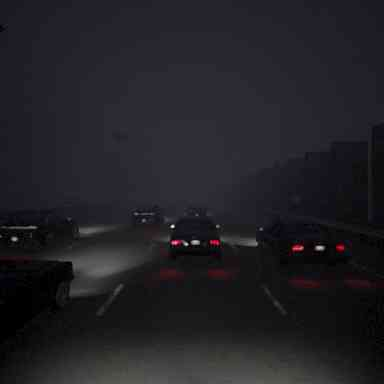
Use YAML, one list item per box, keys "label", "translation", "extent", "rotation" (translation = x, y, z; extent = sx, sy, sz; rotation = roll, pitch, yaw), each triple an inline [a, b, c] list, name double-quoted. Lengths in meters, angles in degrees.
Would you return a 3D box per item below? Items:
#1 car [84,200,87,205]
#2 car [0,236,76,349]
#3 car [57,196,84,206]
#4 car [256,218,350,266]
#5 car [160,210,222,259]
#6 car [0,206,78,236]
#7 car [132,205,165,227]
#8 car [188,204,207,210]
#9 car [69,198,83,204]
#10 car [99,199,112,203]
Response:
- label: "car"
  translation: [-24.268, 2.202, 72.158]
  extent: [1.895, 1.301, 4.718]
  rotation: [0, 0, -4]
- label: "car"
  translation: [-3.400, 1.644, 4.936]
  extent: [1.895, 1.301, 4.718]
  rotation: [0, 0, 0]
- label: "car"
  translation: [-20.354, 1.690, 55.317]
  extent: [2.150, 2.045, 5.566]
  rotation: [0, -1, 0]
- label: "car"
  translation: [3.622, 1.649, 11.880]
  extent: [2.033, 1.411, 5.357]
  rotation: [0, 0, 0]
- label: "car"
  translation: [0.133, 1.658, 12.979]
  extent: [2.033, 1.411, 5.357]
  rotation: [0, 0, 1]
- label: "car"
  translation: [-6.834, 1.623, 15.337]
  extent: [2.128, 1.511, 4.902]
  rotation: [0, 0, 1]
- label: "car"
  translation: [-3.153, 1.701, 24.566]
  extent: [2.128, 1.511, 4.902]
  rotation: [0, 0, 1]
- label: "car"
  translation: [0.552, 1.884, 33.400]
  extent: [1.895, 1.301, 4.718]
  rotation: [0, 0, 1]
- label: "car"
  translation: [-28.895, 2.145, 82.941]
  extent: [2.033, 1.411, 5.357]
  rotation: [0, 0, -7]
- label: "car"
  translation: [-16.944, 2.110, 65.512]
  extent: [1.994, 1.385, 4.181]
  rotation: [0, 0, 0]
